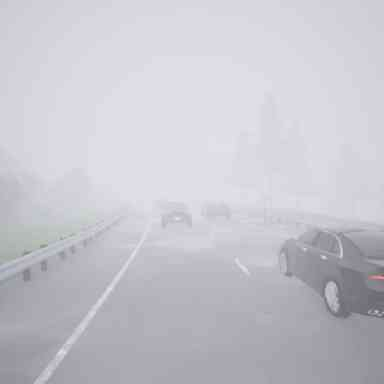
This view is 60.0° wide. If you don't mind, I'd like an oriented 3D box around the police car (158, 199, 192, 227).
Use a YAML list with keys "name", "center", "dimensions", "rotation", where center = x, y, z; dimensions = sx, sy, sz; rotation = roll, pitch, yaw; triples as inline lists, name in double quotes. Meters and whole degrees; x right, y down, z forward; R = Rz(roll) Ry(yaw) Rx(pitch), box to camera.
- name: "police car"
  center: [-1.149, 1.490, 23.065]
  dimensions: [2.038, 1.542, 4.974]
  rotation: [0, 0, -5]

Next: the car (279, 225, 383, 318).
- name: "car"
  center: [3.390, 1.495, 7.418]
  dimensions: [1.837, 1.490, 4.892]
  rotation: [0, 0, -2]

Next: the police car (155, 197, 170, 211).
- name: "police car"
  center: [-3.611, 1.402, 41.286]
  dimensions: [1.930, 1.638, 5.238]
  rotation: [0, 0, -10]

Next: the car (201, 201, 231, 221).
- name: "car"
  center: [1.905, 1.470, 27.415]
  dimensions: [2.128, 1.511, 4.902]
  rotation: [0, 0, -6]
